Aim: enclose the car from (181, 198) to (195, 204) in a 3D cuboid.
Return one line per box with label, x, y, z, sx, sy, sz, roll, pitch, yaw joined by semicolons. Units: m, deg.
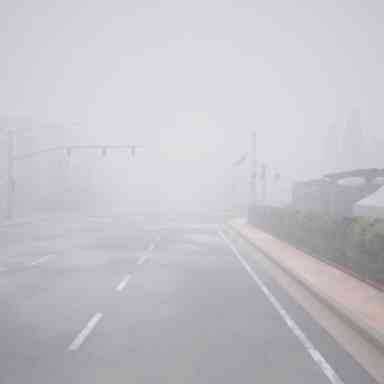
car;-1.027;2.463;88.536;1.837;1.490;4.892;0;-1;28
